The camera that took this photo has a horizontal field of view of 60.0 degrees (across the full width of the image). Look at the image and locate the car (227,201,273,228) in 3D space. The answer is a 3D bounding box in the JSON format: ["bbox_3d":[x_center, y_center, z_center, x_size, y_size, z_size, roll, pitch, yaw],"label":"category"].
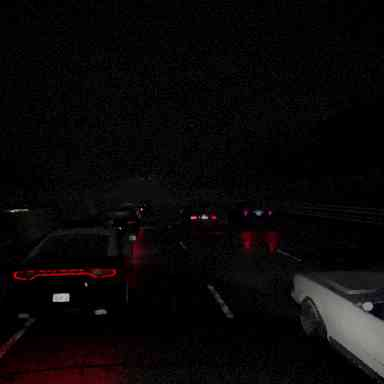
[{"bbox_3d":[3.836,1.391,22.699,2.097,1.767,4.553,0,0,-8],"label":"car"}]

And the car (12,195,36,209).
[{"bbox_3d":[-24.690,1.442,49.441,2.150,2.045,5.566,0,0,-8],"label":"car"}]

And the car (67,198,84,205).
[{"bbox_3d":[-17.881,1.734,51.303,1.837,1.490,4.892,0,-1,-8],"label":"car"}]

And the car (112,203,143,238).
[{"bbox_3d":[-3.684,1.549,17.490,1.812,1.442,4.674,0,0,-8],"label":"car"}]

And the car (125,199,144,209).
[{"bbox_3d":[-4.514,1.502,23.629,1.801,1.575,5.366,0,0,-8],"label":"car"}]

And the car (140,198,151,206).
[{"bbox_3d":[-8.684,1.877,62.324,1.994,1.385,4.181,0,-1,-8],"label":"car"}]

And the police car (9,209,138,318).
[{"bbox_3d":[-2.358,1.427,7.681,1.930,1.638,5.238,0,0,-8],"label":"police car"}]

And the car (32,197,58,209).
[{"bbox_3d":[-21.059,1.759,48.645,2.033,1.411,5.357,0,0,-8],"label":"car"}]

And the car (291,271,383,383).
[{"bbox_3d":[2.877,1.599,3.659,1.895,1.301,4.718,0,0,-8],"label":"car"}]

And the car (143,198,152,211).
[{"bbox_3d":[-6.236,1.718,44.379,2.033,1.411,5.357,0,0,-7],"label":"car"}]

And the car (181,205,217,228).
[{"bbox_3d":[0.364,1.586,22.250,2.033,1.411,5.357,0,0,-8],"label":"car"}]
